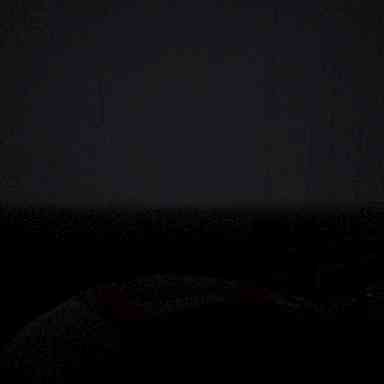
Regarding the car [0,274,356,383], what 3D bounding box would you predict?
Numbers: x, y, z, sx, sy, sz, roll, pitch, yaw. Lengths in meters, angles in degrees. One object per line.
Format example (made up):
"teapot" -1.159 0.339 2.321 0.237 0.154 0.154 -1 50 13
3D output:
"car" -0.498 1.530 2.719 4.674 1.442 1.812 1 0 -35
